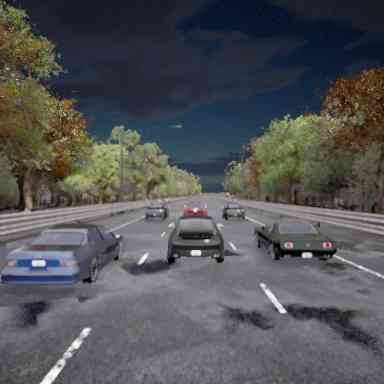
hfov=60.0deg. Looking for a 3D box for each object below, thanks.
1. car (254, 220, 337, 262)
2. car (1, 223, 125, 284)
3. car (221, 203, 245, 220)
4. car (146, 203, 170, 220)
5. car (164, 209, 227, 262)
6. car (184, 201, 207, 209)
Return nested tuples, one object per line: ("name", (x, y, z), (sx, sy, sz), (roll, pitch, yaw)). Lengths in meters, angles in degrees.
("car", (3.639, 1.726, 12.684), (1.895, 1.301, 4.718), (0, -1, 0))
("car", (-3.377, 1.643, 9.858), (2.033, 1.411, 5.357), (0, -1, 0))
("car", (3.830, 1.798, 31.248), (2.128, 1.511, 4.902), (0, 0, 1))
("car", (-3.170, 1.795, 31.267), (2.128, 1.511, 4.902), (0, 0, 1))
("car", (0.140, 1.630, 12.661), (1.837, 1.490, 4.892), (0, 0, 0))
("car", (0.322, 1.649, 30.669), (2.097, 1.767, 4.553), (0, -1, 1))
